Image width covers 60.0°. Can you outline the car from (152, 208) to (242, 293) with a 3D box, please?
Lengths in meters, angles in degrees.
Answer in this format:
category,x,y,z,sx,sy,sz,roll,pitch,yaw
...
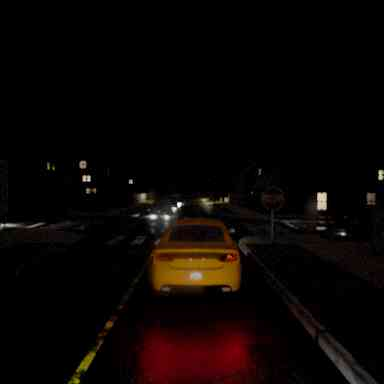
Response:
category,x,y,z,sx,sy,sz,roll,pitch,yaw
car,0.150,1.419,8.746,1.882,1.535,5.008,0,0,2

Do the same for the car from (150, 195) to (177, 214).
category,x,y,z,sx,sy,sz,roll,pitch,yaw
car,-2.880,1.337,32.230,2.033,1.411,5.357,0,0,0

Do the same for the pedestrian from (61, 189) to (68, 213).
category,x,y,z,sx,sy,sz,roll,pitch,yaw
pedestrian,-9.688,0.703,25.254,0.375,1.860,0.375,0,1,1

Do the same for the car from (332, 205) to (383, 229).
category,x,y,z,sx,sy,sz,roll,pitch,yaw
car,11.966,1.580,22.034,5.008,1.535,1.882,1,2,1

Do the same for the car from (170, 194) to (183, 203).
category,x,y,z,sx,sy,sz,roll,pitch,yaw
car,-2.793,1.091,59.819,2.128,1.511,4.902,0,0,1

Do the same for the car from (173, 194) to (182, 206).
category,x,y,z,sx,sy,sz,roll,pitch,yaw
car,-2.848,1.251,44.893,2.033,1.411,5.357,0,0,0
